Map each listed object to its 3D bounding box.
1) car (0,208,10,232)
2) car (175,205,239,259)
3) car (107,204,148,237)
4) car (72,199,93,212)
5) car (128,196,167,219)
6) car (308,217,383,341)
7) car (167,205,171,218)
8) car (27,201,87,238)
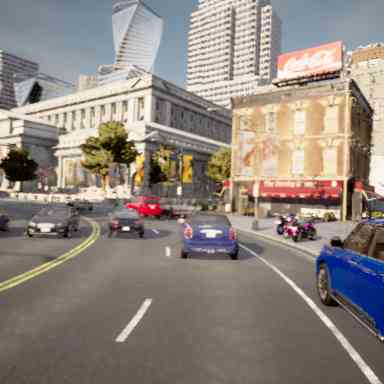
[{"bbox_3d":[-10.334,1.342,16.018,1.812,1.442,4.674,2,-1,-10],"label":"car"},{"bbox_3d":[0.525,1.546,13.755,2.097,1.767,4.553,2,-1,-4],"label":"car"},{"bbox_3d":[-3.668,1.623,18.464,1.812,1.442,4.674,3,-1,-12],"label":"car"},{"bbox_3d":[-12.731,1.490,37.610,2.128,1.511,4.902,3,-1,-37],"label":"car"},{"bbox_3d":[-4.642,1.445,31.461,2.150,2.045,5.566,3,-1,-26],"label":"car"},{"bbox_3d":[3.728,1.428,5.405,2.150,2.045,5.566,2,-1,6],"label":"car"},{"bbox_3d":[-4.743,1.821,37.837,2.002,1.452,4.674,3,-1,-34],"label":"car"},{"bbox_3d":[-7.026,1.448,17.311,2.128,1.511,4.902,2,-1,-11],"label":"car"}]
